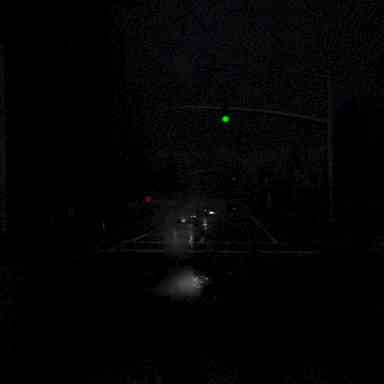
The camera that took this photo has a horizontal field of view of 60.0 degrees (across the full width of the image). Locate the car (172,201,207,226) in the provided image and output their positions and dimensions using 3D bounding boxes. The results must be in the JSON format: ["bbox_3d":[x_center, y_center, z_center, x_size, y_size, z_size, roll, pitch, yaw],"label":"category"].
[{"bbox_3d":[-0.313,1.748,25.648,2.128,1.511,4.902,-1,-1,7],"label":"car"}]

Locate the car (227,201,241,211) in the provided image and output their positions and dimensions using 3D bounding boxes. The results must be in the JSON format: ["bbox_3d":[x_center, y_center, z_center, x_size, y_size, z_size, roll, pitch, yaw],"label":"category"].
[{"bbox_3d":[5.860,1.954,46.417,1.895,1.301,4.718,-1,-1,7],"label":"car"}]

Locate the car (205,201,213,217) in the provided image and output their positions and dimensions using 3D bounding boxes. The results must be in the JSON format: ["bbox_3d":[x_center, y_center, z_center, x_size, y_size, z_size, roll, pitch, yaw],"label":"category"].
[{"bbox_3d":[0.869,1.932,35.512,1.895,1.301,4.718,-1,-1,7],"label":"car"}]

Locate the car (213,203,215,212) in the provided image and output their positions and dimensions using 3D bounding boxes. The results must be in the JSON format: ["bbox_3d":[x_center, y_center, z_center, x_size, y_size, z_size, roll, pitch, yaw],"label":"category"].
[{"bbox_3d":[2.193,1.958,46.078,2.033,1.411,5.357,-1,-1,7],"label":"car"}]
